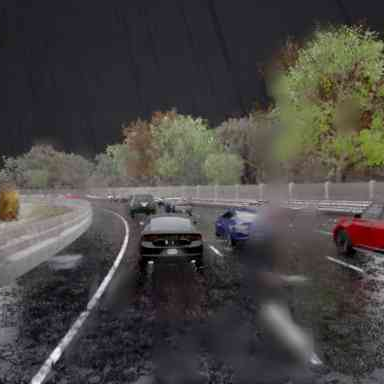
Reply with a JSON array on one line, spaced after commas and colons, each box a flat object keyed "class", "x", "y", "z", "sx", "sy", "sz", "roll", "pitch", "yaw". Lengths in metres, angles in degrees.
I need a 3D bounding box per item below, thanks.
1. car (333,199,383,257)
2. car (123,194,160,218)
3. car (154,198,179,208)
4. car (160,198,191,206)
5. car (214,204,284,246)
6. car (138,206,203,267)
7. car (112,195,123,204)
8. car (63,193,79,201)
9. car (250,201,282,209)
[{"class": "car", "x": 6.409, "y": 1.182, "z": 9.872, "sx": 2.150, "sy": 2.045, "sz": 5.566, "roll": 0, "pitch": 0, "yaw": -5}, {"class": "car", "x": -4.714, "y": 1.196, "z": 30.264, "sx": 2.150, "sy": 2.045, "sz": 5.566, "roll": 0, "pitch": 0, "yaw": -16}, {"class": "car", "x": -3.618, "y": 1.540, "z": 46.766, "sx": 1.895, "sy": 1.301, "sz": 4.718, "roll": 0, "pitch": 0, "yaw": -25}, {"class": "car", "x": -1.387, "y": 1.453, "z": 31.172, "sx": 2.128, "sy": 1.511, "sz": 4.902, "roll": 0, "pitch": 0, "yaw": -16}, {"class": "car", "x": 2.240, "y": 1.497, "z": 15.058, "sx": 1.812, "sy": 1.442, "sz": 4.674, "roll": 0, "pitch": 0, "yaw": -8}, {"class": "car", "x": -0.803, "y": 1.464, "z": 11.474, "sx": 1.882, "sy": 1.535, "sz": 5.008, "roll": 0, "pitch": 0, "yaw": -6}, {"class": "car", "x": -13.780, "y": 1.302, "z": 64.341, "sx": 2.097, "sy": 1.767, "sz": 4.553, "roll": 0, "pitch": 0, "yaw": -36}, {"class": "car", "x": -30.668, "y": 1.218, "z": 84.212, "sx": 2.150, "sy": 2.045, "sz": 5.566, "roll": 0, "pitch": 0, "yaw": -43}, {"class": "car", "x": 4.255, "y": 1.516, "z": 23.355, "sx": 1.994, "sy": 1.385, "sz": 4.181, "roll": 0, "pitch": 0, "yaw": -13}]
